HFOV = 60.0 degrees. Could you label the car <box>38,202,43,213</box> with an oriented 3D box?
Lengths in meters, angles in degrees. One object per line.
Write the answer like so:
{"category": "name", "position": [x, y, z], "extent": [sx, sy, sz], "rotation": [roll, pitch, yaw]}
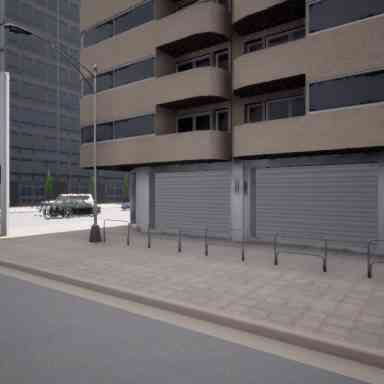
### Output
{"category": "car", "position": [-12.432, 1.221, 33.383], "extent": [2.150, 2.045, 5.566], "rotation": [0, 0, 36]}

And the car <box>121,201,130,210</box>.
{"category": "car", "position": [-6.669, 1.526, 41.249], "extent": [1.812, 1.442, 4.674], "rotation": [0, 0, 36]}

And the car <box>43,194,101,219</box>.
{"category": "car", "position": [-10.406, 1.352, 29.885], "extent": [2.097, 1.767, 4.553], "rotation": [0, 0, 36]}
